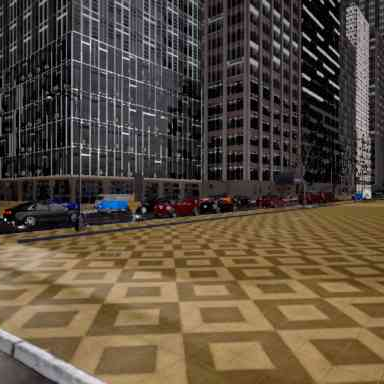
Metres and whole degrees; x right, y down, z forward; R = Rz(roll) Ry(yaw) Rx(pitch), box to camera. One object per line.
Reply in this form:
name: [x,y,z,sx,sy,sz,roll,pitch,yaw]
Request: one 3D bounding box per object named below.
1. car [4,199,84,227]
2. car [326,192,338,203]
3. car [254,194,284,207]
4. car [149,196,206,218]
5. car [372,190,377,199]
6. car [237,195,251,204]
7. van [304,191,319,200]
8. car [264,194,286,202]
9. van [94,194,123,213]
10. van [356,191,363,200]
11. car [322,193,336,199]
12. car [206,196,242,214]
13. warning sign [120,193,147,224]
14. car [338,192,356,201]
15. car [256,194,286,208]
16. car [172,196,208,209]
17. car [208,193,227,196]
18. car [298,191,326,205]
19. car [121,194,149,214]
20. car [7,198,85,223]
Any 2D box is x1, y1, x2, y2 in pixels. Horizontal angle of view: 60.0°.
car: [-9.443,1.372,21.610,1.837,1.490,4.892,1,1,41]
car: [20.975,0.840,53.116,2.192,1.841,5.009,1,1,41]
car: [10.409,1.125,44.844,1.837,1.490,4.892,0,1,41]
car: [-1.116,1.241,27.101,1.967,1.590,4.097,1,1,41]
car: [39.461,0.848,74.737,2.008,1.369,4.403,1,1,41]
car: [7.222,1.148,49.935,1.947,1.339,4.313,1,1,41]
van: [25.711,0.695,71.549,1.690,1.788,3.998,1,1,41]
car: [14.618,1.057,58.582,1.947,1.339,4.313,1,1,41]
van: [-7.657,1.107,32.719,1.690,1.788,3.998,1,1,41]
van: [35.765,0.683,70.410,1.690,1.788,3.998,1,1,41]
car: [33.106,0.829,80.200,1.947,1.339,4.313,1,1,41]
car: [2.538,1.320,31.462,1.947,1.339,4.313,1,1,41]
warning sign: [-3.620,0.977,20.725,1.300,1.860,1.060,0,0,41]
car: [28.480,0.957,61.895,1.752,1.417,4.829,1,1,41]
car: [9.882,1.244,40.151,1.802,1.307,4.206,1,1,41]
car: [-0.178,1.219,41.295,1.887,1.381,4.507,1,1,41]
car: [2.741,1.025,40.652,2.097,1.767,4.553,0,1,42]
car: [17.278,0.885,48.793,2.192,1.841,5.009,1,1,41]
car: [-4.126,1.236,32.688,1.882,1.535,5.008,0,1,41]
car: [-10.787,1.319,24.899,1.882,1.535,5.008,0,1,41]
